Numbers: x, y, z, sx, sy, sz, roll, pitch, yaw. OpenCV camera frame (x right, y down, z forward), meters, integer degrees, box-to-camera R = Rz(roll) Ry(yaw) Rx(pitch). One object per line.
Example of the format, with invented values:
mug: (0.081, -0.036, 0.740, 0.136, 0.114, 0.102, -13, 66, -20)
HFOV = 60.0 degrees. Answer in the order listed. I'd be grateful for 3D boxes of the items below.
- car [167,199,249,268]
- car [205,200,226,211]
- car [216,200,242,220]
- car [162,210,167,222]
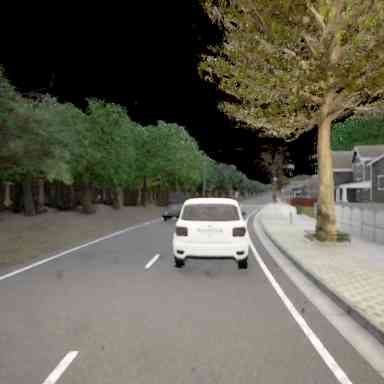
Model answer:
car: (0.700, 1.230, 11.475, 2.150, 2.045, 5.566, 0, 0, 5)
car: (3.183, 1.745, 44.394, 1.994, 1.385, 4.181, 0, -1, 15)
car: (3.422, 1.528, 29.810, 1.882, 1.535, 5.008, 0, 0, 12)
car: (-0.877, 1.622, 26.426, 1.895, 1.301, 4.718, 0, 0, 11)
